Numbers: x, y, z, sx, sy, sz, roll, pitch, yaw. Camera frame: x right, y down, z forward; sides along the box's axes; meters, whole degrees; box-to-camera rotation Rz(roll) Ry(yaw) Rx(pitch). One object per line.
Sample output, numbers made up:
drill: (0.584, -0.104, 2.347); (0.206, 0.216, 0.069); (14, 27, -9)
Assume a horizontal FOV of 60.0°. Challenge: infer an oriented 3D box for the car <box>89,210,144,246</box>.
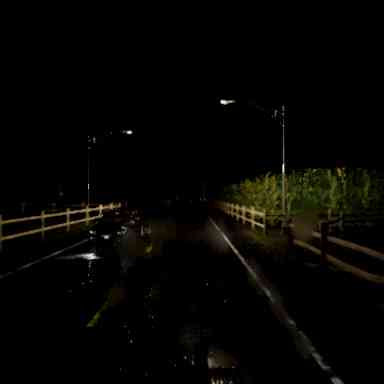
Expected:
car: (-3.543, 1.660, 16.248); (1.837, 1.490, 4.892); (0, -1, 0)
